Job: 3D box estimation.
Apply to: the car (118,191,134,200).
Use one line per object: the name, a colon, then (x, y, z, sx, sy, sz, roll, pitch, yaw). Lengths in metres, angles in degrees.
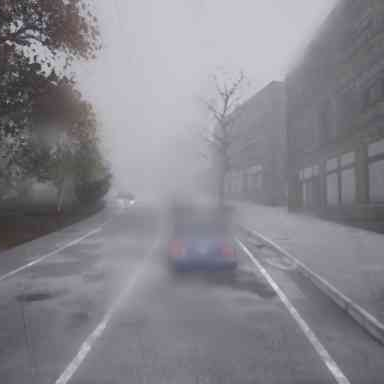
car: (-10.042, 0.509, 50.748, 1.895, 1.301, 4.718, 2, 1, -20)

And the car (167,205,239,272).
car: (0.270, 1.366, 10.164, 2.033, 1.411, 5.357, 0, 1, 0)

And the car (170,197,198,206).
car: (-0.597, 1.071, 25.403, 2.033, 1.411, 5.357, 1, 1, -7)
